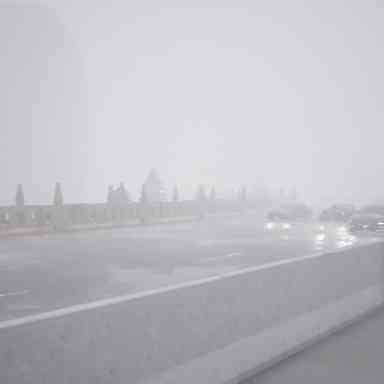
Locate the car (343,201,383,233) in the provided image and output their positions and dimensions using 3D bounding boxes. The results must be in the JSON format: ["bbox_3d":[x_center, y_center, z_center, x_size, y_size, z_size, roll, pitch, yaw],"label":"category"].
[{"bbox_3d":[10.270,1.454,18.440,1.837,1.490,4.892,0,0,42],"label":"car"}]

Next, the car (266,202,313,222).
[{"bbox_3d":[7.809,1.514,26.163,2.033,1.411,5.357,0,0,39],"label":"car"}]

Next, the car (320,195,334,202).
[{"bbox_3d":[25.992,1.321,64.061,1.882,1.535,5.008,0,0,12],"label":"car"}]

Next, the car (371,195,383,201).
[{"bbox_3d":[30.789,1.346,54.690,1.837,1.490,4.892,0,0,18],"label":"car"}]

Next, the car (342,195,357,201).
[{"bbox_3d":[29.061,1.380,61.571,1.837,1.490,4.892,0,1,12],"label":"car"}]

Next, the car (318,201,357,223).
[{"bbox_3d":[10.929,1.548,24.504,1.895,1.301,4.718,0,0,39],"label":"car"}]
